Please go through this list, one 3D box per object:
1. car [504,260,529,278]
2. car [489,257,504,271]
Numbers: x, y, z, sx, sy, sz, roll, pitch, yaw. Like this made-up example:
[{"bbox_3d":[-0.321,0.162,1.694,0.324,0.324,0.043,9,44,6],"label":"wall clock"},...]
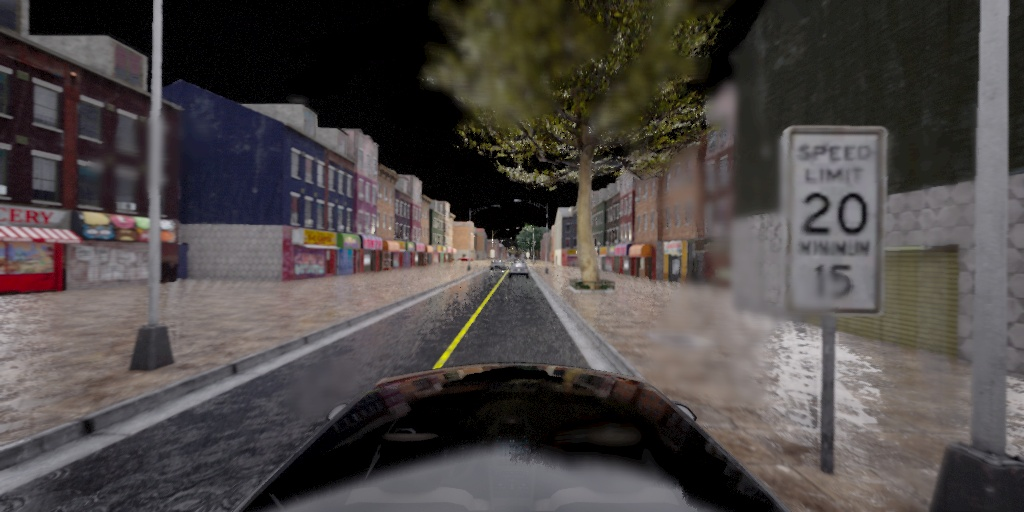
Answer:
[{"bbox_3d":[0.642,1.270,33.388,2.033,1.411,5.357,1,0,1],"label":"car"},{"bbox_3d":[-1.889,1.255,48.354,1.994,1.385,4.181,1,0,1],"label":"car"}]
